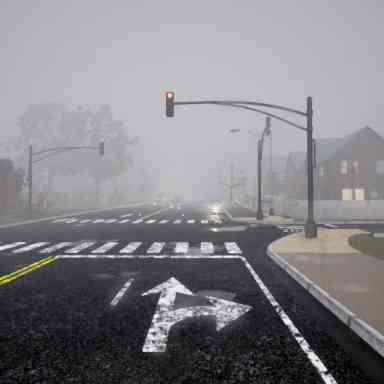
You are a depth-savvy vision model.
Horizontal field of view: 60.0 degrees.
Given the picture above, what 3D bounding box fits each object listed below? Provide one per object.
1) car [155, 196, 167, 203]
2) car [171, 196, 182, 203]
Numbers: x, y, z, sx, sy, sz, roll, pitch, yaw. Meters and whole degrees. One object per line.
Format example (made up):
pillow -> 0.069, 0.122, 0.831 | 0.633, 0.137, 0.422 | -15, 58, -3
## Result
car -> -6.374, 1.497, 68.130 | 1.882, 1.535, 5.008 | 0, 0, 5
car -> -3.139, 1.535, 67.814 | 1.812, 1.442, 4.674 | 0, 0, 5
